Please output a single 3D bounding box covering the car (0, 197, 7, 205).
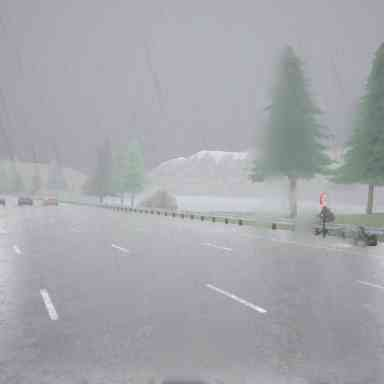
[{"bbox_3d":[-32.459,1.526,56.098,1.812,1.442,4.674,0,0,-32],"label":"car"}]

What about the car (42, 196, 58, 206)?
[{"bbox_3d":[-23.648,1.478,55.351,1.882,1.535,5.008,0,0,-33],"label":"car"}]

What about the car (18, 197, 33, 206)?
[{"bbox_3d":[-27.550,1.491,54.945,2.128,1.511,4.902,0,0,-33],"label":"car"}]

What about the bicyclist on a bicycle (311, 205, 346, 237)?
[{"bbox_3d":[6.762,1.423,16.888,1.656,1.620,0.582,4,-1,-20],"label":"bicyclist on a bicycle"}]
